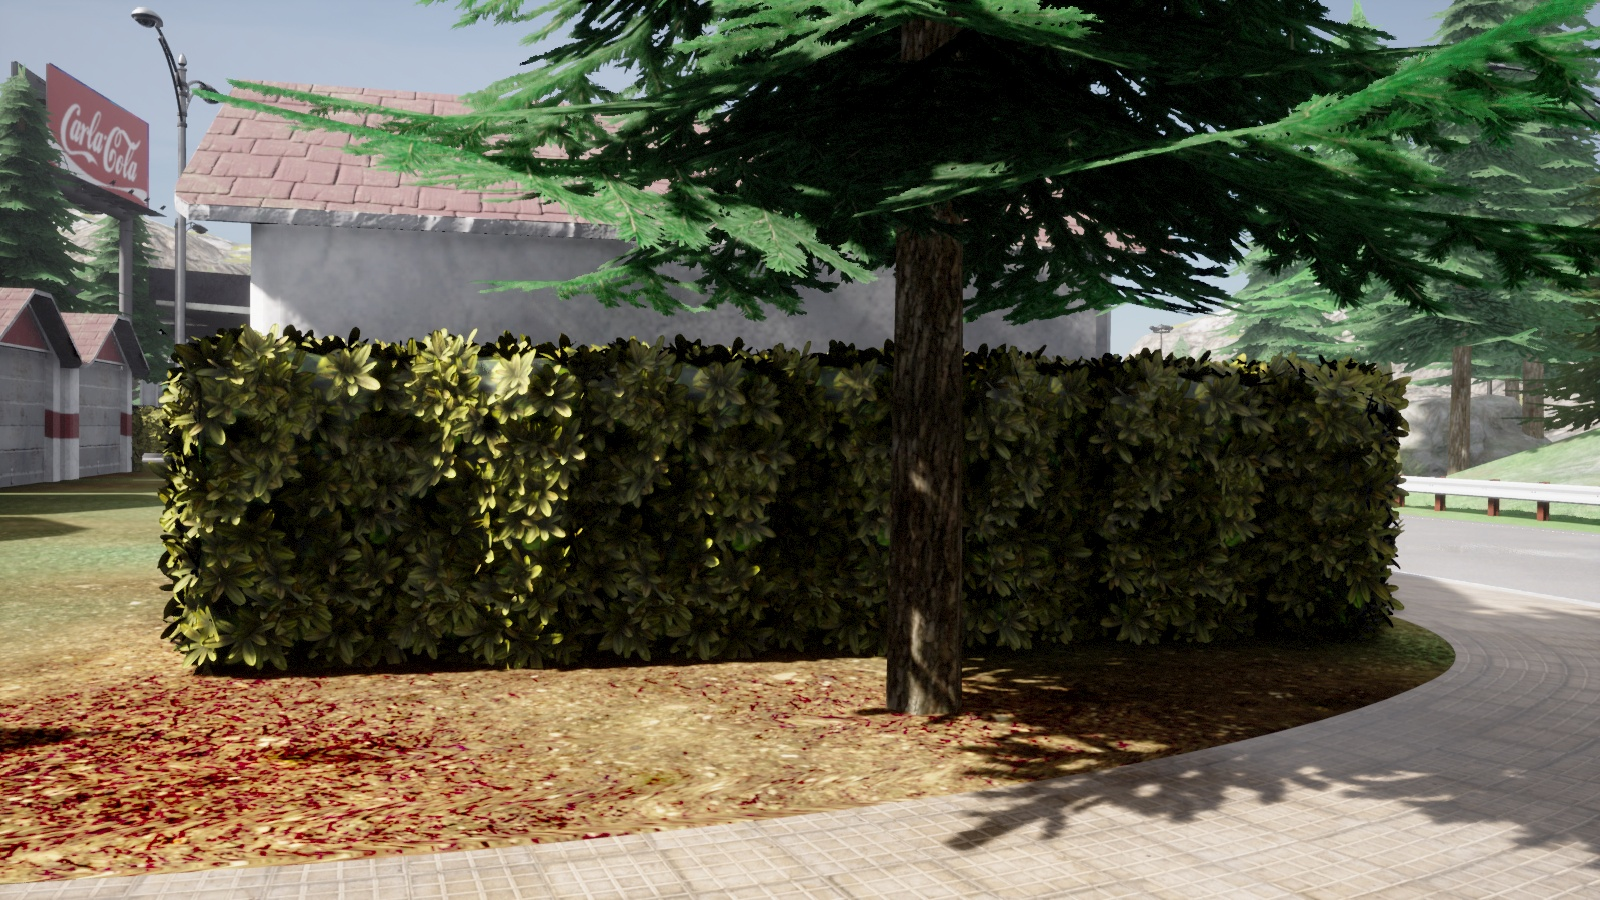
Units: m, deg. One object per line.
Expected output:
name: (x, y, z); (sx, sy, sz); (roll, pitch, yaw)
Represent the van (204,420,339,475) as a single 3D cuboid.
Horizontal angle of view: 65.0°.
van: (-19.764, -0.103, 47.132); (4.442, 1.987, 1.775); (0, 0, -14)
